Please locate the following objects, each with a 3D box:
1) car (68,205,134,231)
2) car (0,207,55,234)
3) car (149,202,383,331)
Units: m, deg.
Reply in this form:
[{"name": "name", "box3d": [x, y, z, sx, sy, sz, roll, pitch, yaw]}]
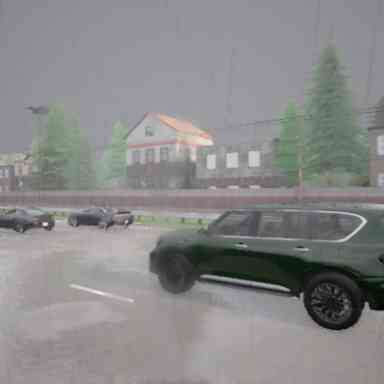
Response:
[{"name": "car", "box3d": [-5.835, 1.574, 21.072, 4.902, 1.511, 2.128, 0, 0, 36]}, {"name": "car", "box3d": [-9.986, 1.621, 19.719, 4.674, 1.442, 1.812, 0, 0, 35]}, {"name": "car", "box3d": [1.622, 1.234, 7.137, 5.566, 2.045, 2.150, 0, 0, 36]}]
